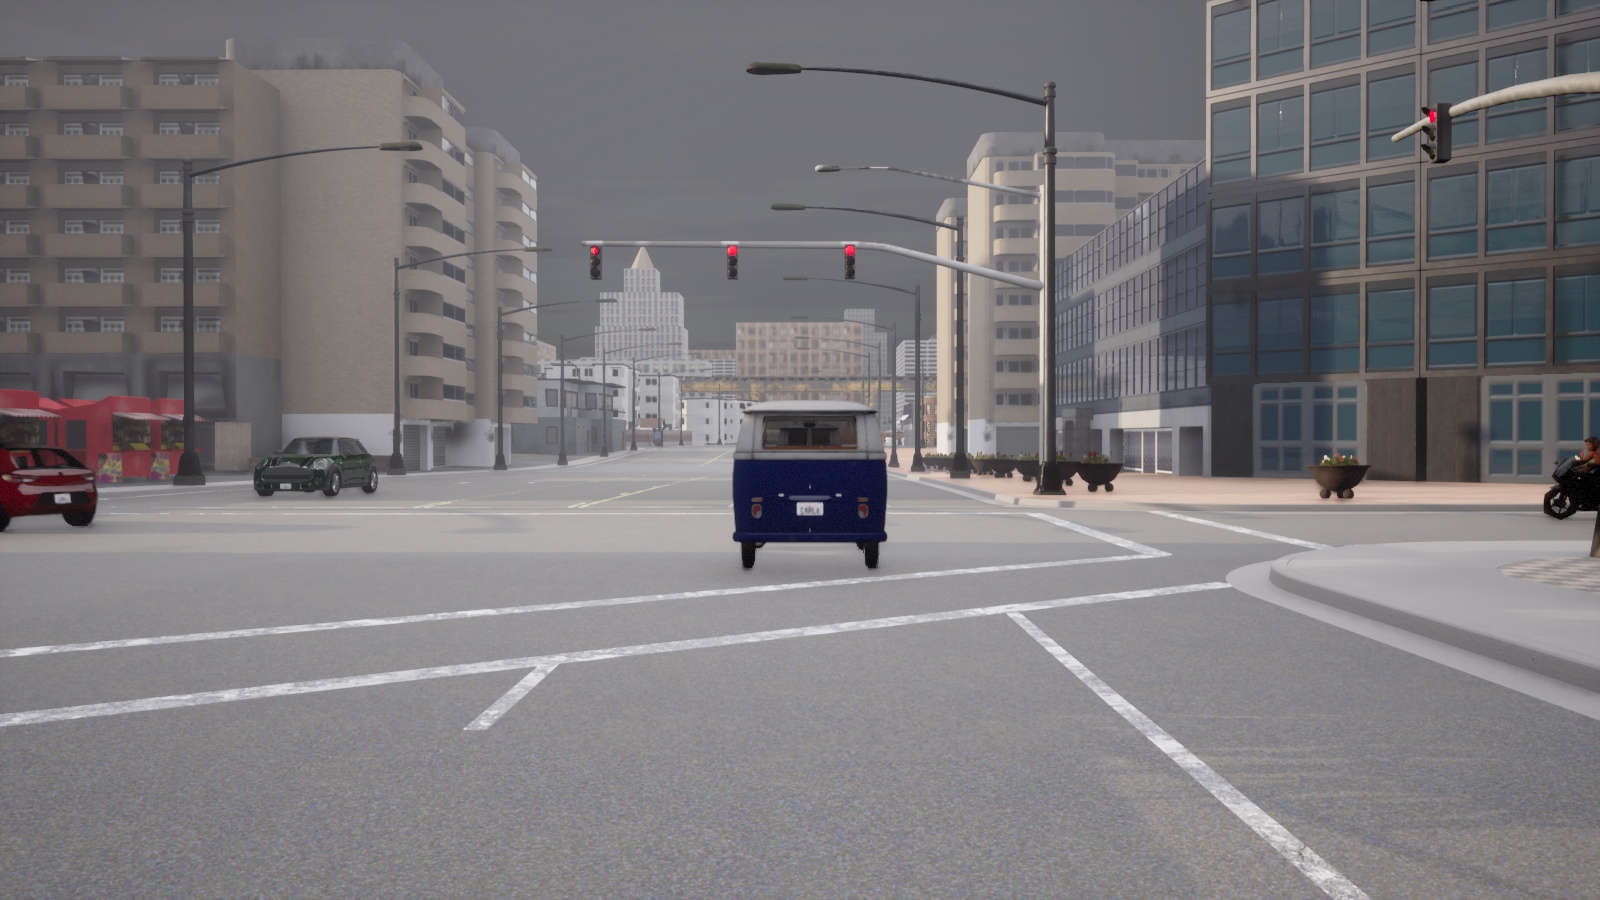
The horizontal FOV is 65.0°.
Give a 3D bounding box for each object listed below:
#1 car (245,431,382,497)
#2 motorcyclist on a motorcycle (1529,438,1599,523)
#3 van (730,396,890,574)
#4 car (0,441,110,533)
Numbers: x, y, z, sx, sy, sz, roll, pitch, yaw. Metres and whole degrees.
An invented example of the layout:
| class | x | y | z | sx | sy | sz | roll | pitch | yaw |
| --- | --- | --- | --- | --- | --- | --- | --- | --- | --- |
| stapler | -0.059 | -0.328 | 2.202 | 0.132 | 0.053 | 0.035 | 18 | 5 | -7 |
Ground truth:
| class | x | y | z | sx | sy | sz | roll | pitch | yaw |
| --- | --- | --- | --- | --- | --- | --- | --- | --- | --- |
| car | -13.740 | 0.370 | 35.782 | 2.097 | 1.767 | 4.553 | 0 | 0 | 0 |
| motorcyclist on a motorcycle | 14.450 | 0.539 | 22.714 | 2.044 | 1.523 | 0.797 | 0 | 1 | 1 |
| van | 0.125 | 0.377 | 16.241 | 1.775 | 1.987 | 4.442 | 0 | 0 | 0 |
| car | -14.288 | 0.585 | 21.886 | 4.193 | 1.474 | 1.816 | 0 | 0 | 24 |
